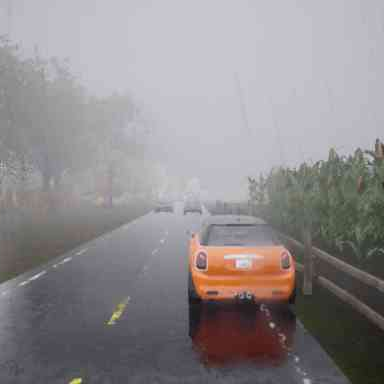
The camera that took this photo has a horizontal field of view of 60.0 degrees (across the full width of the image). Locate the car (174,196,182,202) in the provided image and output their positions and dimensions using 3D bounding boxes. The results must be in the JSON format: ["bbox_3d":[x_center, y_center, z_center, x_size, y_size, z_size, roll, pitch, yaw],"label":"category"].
[{"bbox_3d":[-2.727,1.542,69.664,1.994,1.385,4.181,0,0,0],"label":"car"}]

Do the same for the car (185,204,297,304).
[{"bbox_3d":[0.963,1.347,8.277,2.097,1.767,4.553,0,0,0],"label":"car"}]

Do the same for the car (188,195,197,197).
[{"bbox_3d":[0.072,1.334,46.206,2.097,1.767,4.553,0,0,0],"label":"car"}]

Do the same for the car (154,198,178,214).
[{"bbox_3d":[-2.840,1.587,34.847,1.895,1.301,4.718,0,0,0],"label":"car"}]

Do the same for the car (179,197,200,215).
[{"bbox_3d":[0.077,1.534,34.110,2.033,1.411,5.357,0,0,0],"label":"car"}]
